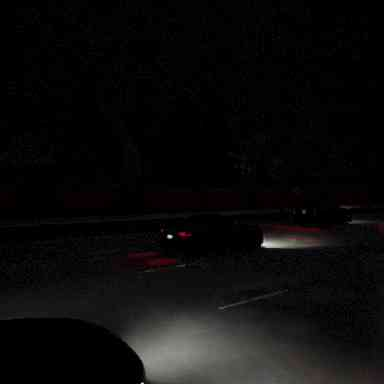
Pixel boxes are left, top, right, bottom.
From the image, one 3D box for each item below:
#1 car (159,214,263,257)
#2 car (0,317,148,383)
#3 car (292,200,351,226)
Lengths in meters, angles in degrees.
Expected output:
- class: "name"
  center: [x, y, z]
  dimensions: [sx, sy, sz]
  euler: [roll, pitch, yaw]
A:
- class: "car"
  center: [0.826, 1.563, 12.985]
  dimensions: [4.181, 1.385, 1.994]
  euler: [0, 0, -36]
- class: "car"
  center: [-2.577, 1.503, 1.905]
  dimensions: [4.892, 1.490, 1.837]
  euler: [1, 0, -36]
- class: "car"
  center: [9.159, 1.354, 23.353]
  dimensions: [4.553, 1.767, 2.097]
  euler: [0, 0, -36]
